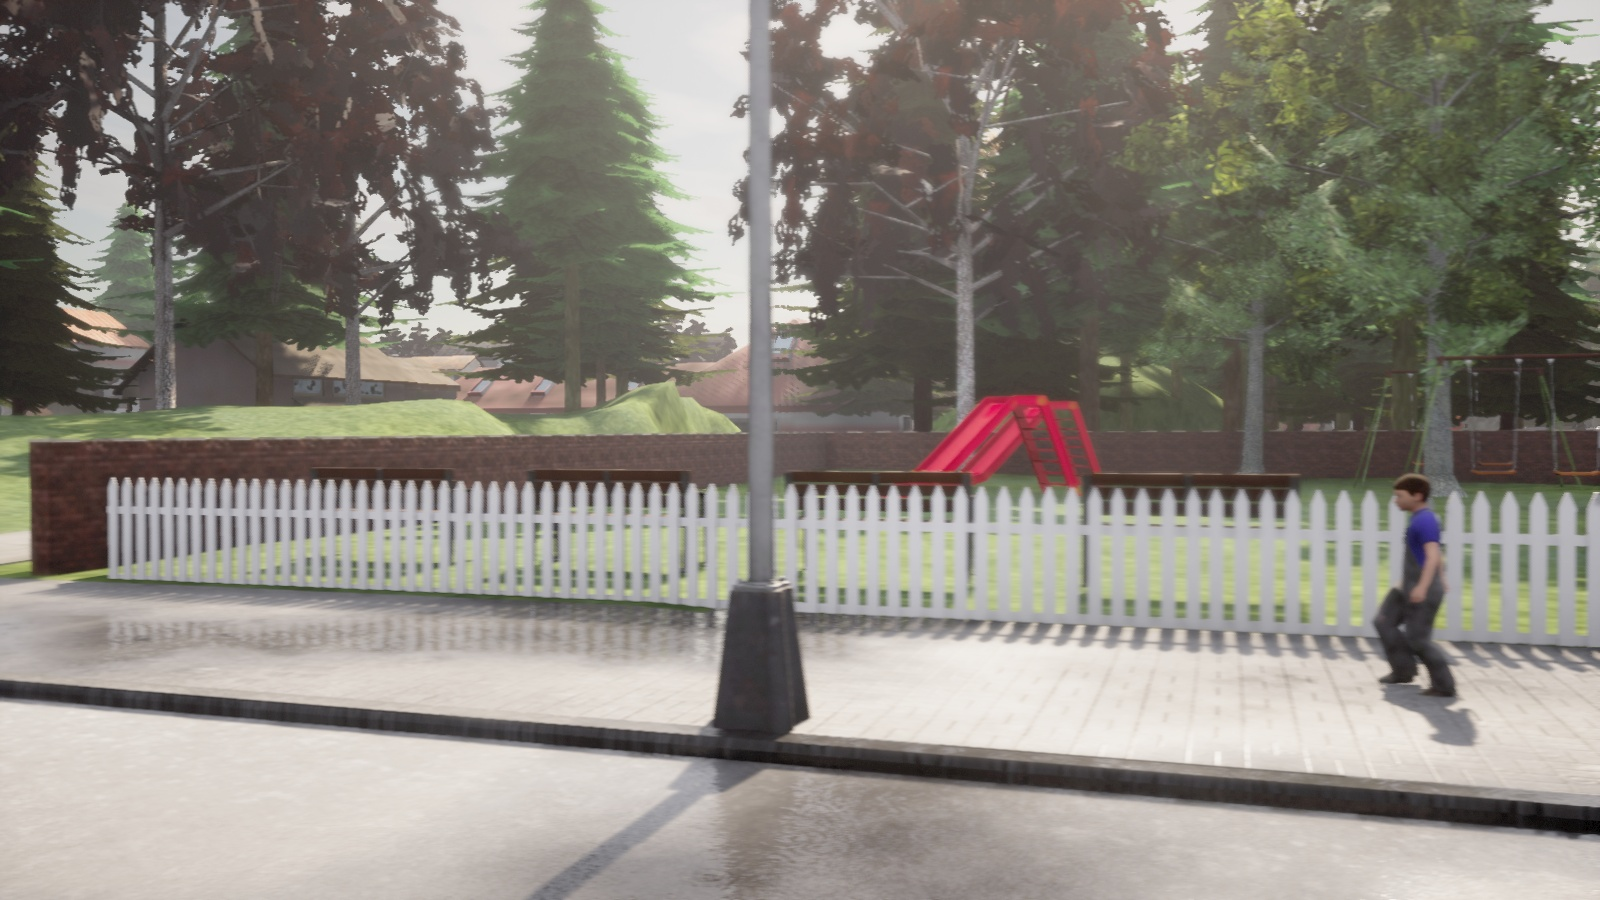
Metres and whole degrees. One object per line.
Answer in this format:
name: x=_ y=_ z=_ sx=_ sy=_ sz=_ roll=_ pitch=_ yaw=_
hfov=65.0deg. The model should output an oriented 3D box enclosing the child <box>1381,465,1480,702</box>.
child: x=3.473 y=0.718 z=6.933 sx=0.437 sy=1.263 sz=0.270 roll=1 pitch=1 yaw=18
